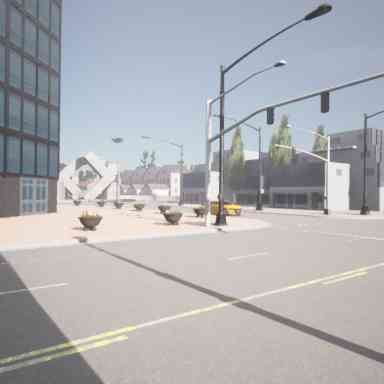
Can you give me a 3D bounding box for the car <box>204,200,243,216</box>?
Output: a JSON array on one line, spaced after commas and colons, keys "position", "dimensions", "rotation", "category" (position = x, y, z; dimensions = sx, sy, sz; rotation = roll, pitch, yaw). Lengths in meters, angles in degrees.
[{"position": [2.991, 1.564, 33.674], "dimensions": [1.882, 1.535, 5.008], "rotation": [1, -1, -35], "category": "car"}]
